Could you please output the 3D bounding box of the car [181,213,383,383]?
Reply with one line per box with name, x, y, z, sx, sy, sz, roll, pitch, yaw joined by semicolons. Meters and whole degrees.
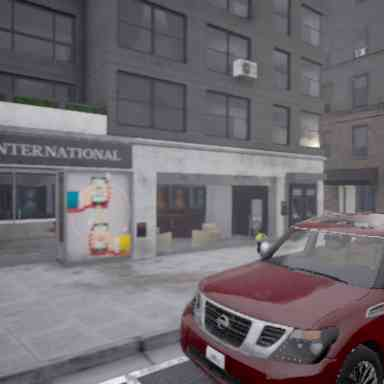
car;2.305;1.289;4.662;5.009;1.841;2.192;0;1;-34
